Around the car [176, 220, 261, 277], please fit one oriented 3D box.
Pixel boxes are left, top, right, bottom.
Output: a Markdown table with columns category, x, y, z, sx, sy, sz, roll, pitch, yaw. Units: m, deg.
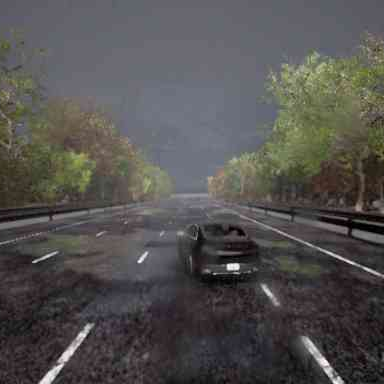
| category | x | y | z | sx | sy | sz | roll | pitch | yaw |
| --- | --- | --- | --- | --- | --- | --- | --- | --- | --- |
| car | 0.672 | 1.650 | 10.548 | 1.837 | 1.490 | 4.892 | -1 | -1 | -8 |
